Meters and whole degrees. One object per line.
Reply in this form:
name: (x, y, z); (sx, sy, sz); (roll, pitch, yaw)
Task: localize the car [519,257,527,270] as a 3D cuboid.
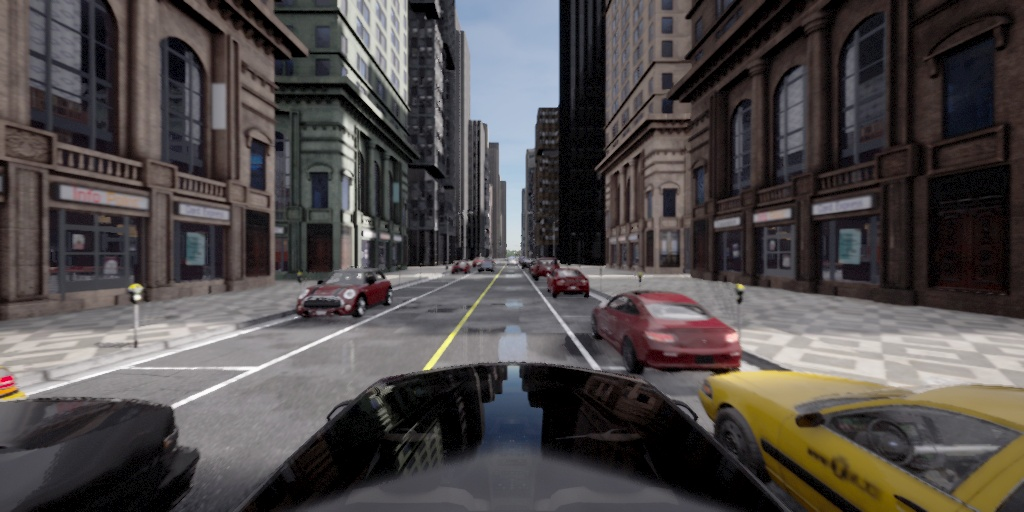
car: (2.379, 1.234, 53.230); (1.882, 1.535, 5.008); (0, 0, 0)

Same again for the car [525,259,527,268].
car: (2.777, 1.320, 40.828); (1.948, 1.339, 4.313); (0, 0, 0)

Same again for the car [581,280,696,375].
car: (2.764, 1.332, 7.218); (1.802, 1.307, 4.207); (0, 0, 0)

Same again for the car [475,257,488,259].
car: (-5.740, 1.074, 63.235); (2.192, 1.841, 5.009); (0, 0, 0)

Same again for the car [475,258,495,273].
car: (-3.065, 1.303, 43.350); (2.033, 1.411, 5.357); (0, 0, 0)

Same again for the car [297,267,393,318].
car: (-5.759, 1.191, 12.816); (1.967, 1.591, 4.097); (0, 0, 0)

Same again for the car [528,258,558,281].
car: (2.773, 1.067, 29.625); (2.192, 1.841, 5.009); (0, 0, 0)

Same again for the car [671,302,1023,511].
car: (2.762, 1.275, 1.786); (1.751, 1.417, 4.829); (0, 0, 0)

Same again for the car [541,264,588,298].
car: (2.768, 1.296, 18.421); (1.888, 1.381, 4.507); (0, 0, 0)

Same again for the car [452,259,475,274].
car: (-5.749, 1.300, 40.826); (1.888, 1.381, 4.507); (0, 0, 0)
